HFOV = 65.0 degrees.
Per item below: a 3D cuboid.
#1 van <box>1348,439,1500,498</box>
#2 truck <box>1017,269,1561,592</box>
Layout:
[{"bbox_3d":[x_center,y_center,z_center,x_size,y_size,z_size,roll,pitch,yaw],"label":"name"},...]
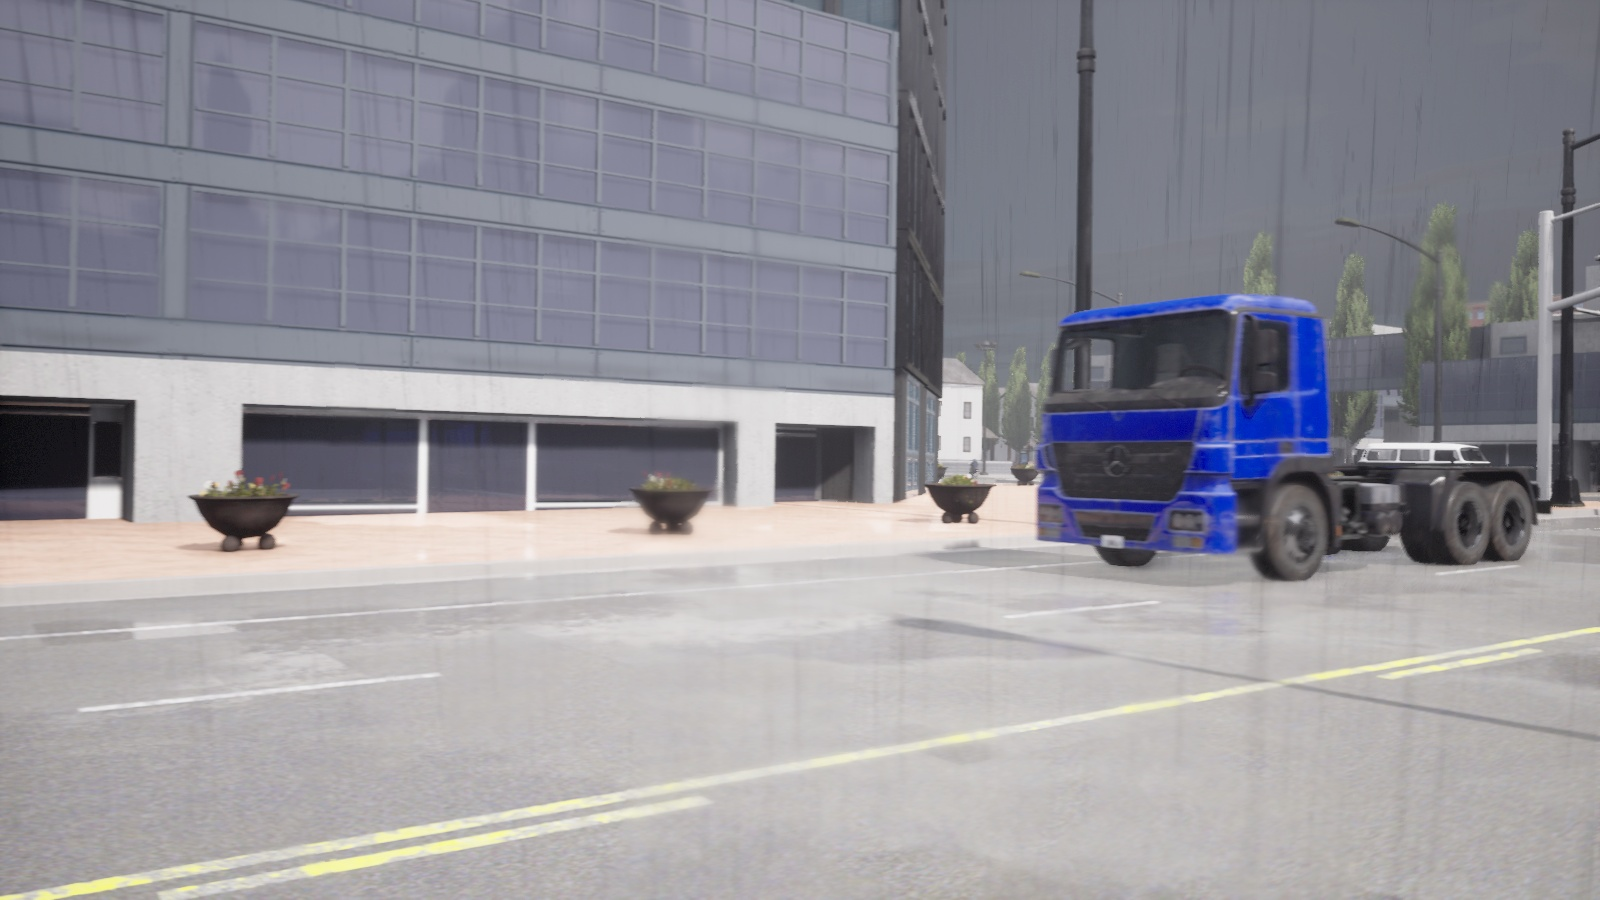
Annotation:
[{"bbox_3d":[22.530,0.653,45.476,2.069,2.038,4.480,1,-1,-34],"label":"van"},{"bbox_3d":[6.827,-0.208,16.942,7.936,3.462,2.891,0,0,-35],"label":"truck"}]
